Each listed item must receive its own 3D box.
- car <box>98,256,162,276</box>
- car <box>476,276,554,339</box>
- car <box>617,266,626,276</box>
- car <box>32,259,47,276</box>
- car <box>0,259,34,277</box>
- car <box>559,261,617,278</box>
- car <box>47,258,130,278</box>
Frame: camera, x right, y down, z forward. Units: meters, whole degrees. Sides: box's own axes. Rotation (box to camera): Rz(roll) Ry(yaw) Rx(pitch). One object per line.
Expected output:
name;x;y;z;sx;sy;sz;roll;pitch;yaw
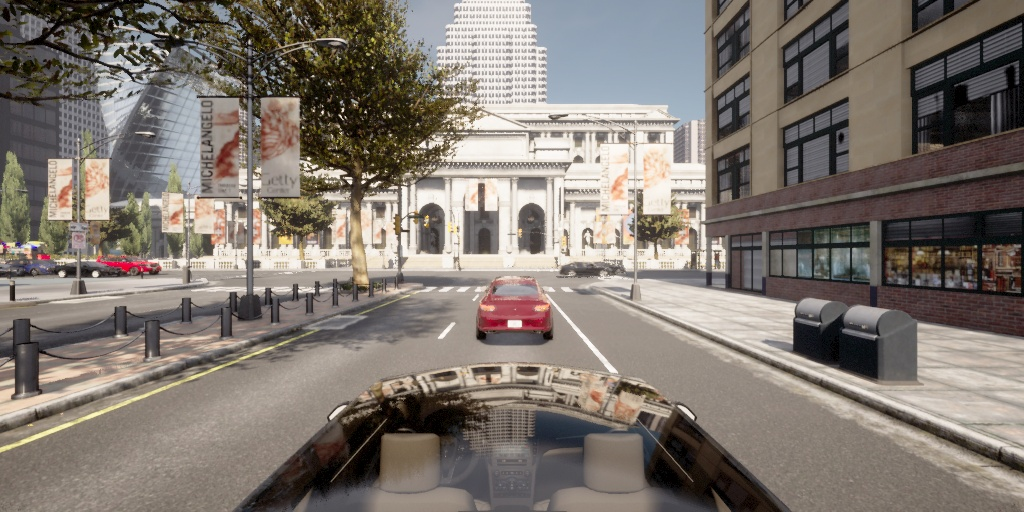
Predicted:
car;-39.522;0.971;36.894;5.566;2.045;2.150;0;0;0
car;0.076;1.276;9.924;1.812;1.442;4.674;0;0;0
car;9.191;1.275;36.629;4.674;1.442;1.812;0;0;0
car;-49.141;1.102;36.831;4.553;1.767;2.097;0;0;-1
car;-48.334;1.276;33.358;4.674;1.442;1.812;0;0;-1
car;6.776;1.255;33.147;4.892;1.490;1.837;0;0;0
car;-39.331;1.228;33.392;5.008;1.535;1.882;0;0;0
